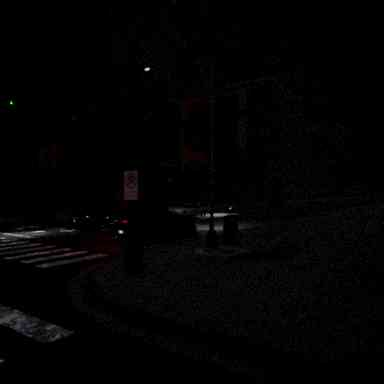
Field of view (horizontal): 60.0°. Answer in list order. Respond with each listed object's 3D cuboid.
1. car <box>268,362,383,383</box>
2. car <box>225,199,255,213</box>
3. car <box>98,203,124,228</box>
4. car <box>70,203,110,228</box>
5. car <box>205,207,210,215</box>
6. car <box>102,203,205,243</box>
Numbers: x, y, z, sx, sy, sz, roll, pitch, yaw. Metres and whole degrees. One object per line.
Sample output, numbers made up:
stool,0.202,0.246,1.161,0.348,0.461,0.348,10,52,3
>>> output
car,2.209,1.551,1.270,4.403,1.369,2.008,0,0,36
car,5.620,1.549,38.424,2.128,1.511,4.902,0,0,35
car,-3.096,1.550,20.159,1.812,1.442,4.674,0,0,35
car,-5.767,1.511,22.325,2.128,1.511,4.902,0,0,36
car,-0.408,1.637,29.932,1.895,1.301,4.718,0,0,36
car,-1.699,1.516,16.483,2.128,1.511,4.902,0,0,35
